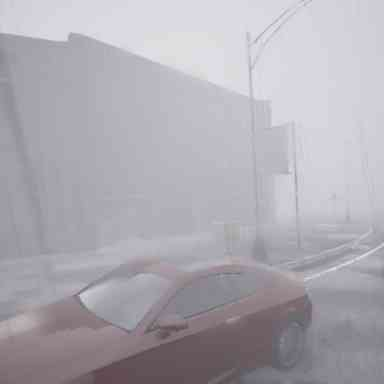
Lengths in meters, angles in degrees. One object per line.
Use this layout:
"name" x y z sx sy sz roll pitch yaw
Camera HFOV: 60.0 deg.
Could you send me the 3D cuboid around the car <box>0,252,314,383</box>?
"car" -0.306 1.558 4.110 4.674 1.442 1.812 0 -1 -39
